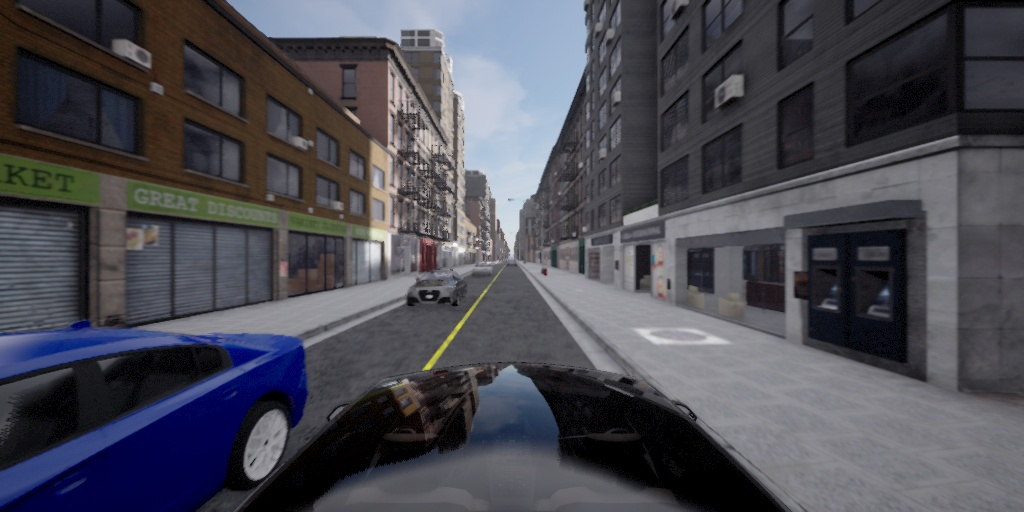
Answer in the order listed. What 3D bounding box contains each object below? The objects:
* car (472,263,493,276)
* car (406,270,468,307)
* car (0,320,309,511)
[{"bbox_3d":[-3.014,1.373,36.778,1.895,1.301,4.718,0,0,0],"label":"car"},{"bbox_3d":[-3.078,1.317,15.367,1.994,1.385,4.181,0,0,0],"label":"car"},{"bbox_3d":[-3.098,1.229,1.741,1.882,1.535,5.008,0,0,0],"label":"car"}]
